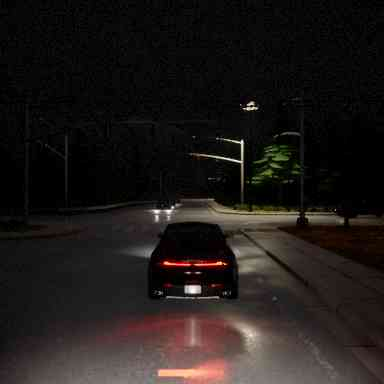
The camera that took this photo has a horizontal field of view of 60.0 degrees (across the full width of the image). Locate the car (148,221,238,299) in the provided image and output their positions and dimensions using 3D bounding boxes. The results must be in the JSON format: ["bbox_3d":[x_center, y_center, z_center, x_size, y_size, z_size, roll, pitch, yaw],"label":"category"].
[{"bbox_3d":[0.031,1.501,8.416,1.837,1.490,4.892,0,0,0],"label":"car"}]

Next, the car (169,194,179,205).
[{"bbox_3d":[-3.686,1.547,54.802,2.033,1.411,5.357,0,0,0],"label":"car"}]

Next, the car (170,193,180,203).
[{"bbox_3d":[-3.560,1.221,65.434,2.150,2.045,5.566,0,0,1],"label":"car"}]

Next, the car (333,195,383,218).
[{"bbox_3d":[15.542,1.248,29.565,5.566,2.045,2.150,0,0,1],"label":"car"}]

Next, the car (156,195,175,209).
[{"bbox_3d":[-3.683,1.505,44.355,1.837,1.490,4.892,0,0,0],"label":"car"}]
